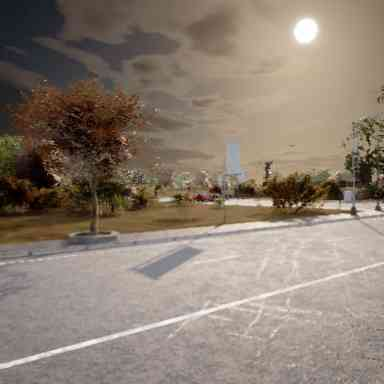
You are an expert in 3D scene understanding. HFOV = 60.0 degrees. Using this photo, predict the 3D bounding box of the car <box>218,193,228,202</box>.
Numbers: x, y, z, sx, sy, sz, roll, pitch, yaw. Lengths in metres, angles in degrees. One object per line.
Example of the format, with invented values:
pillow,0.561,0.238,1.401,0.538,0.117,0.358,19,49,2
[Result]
car,4.420,1.007,59.659,2.128,1.511,4.902,-1,1,-38

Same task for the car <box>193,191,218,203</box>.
car,1.435,0.791,57.770,2.150,2.045,5.566,-1,1,-38
